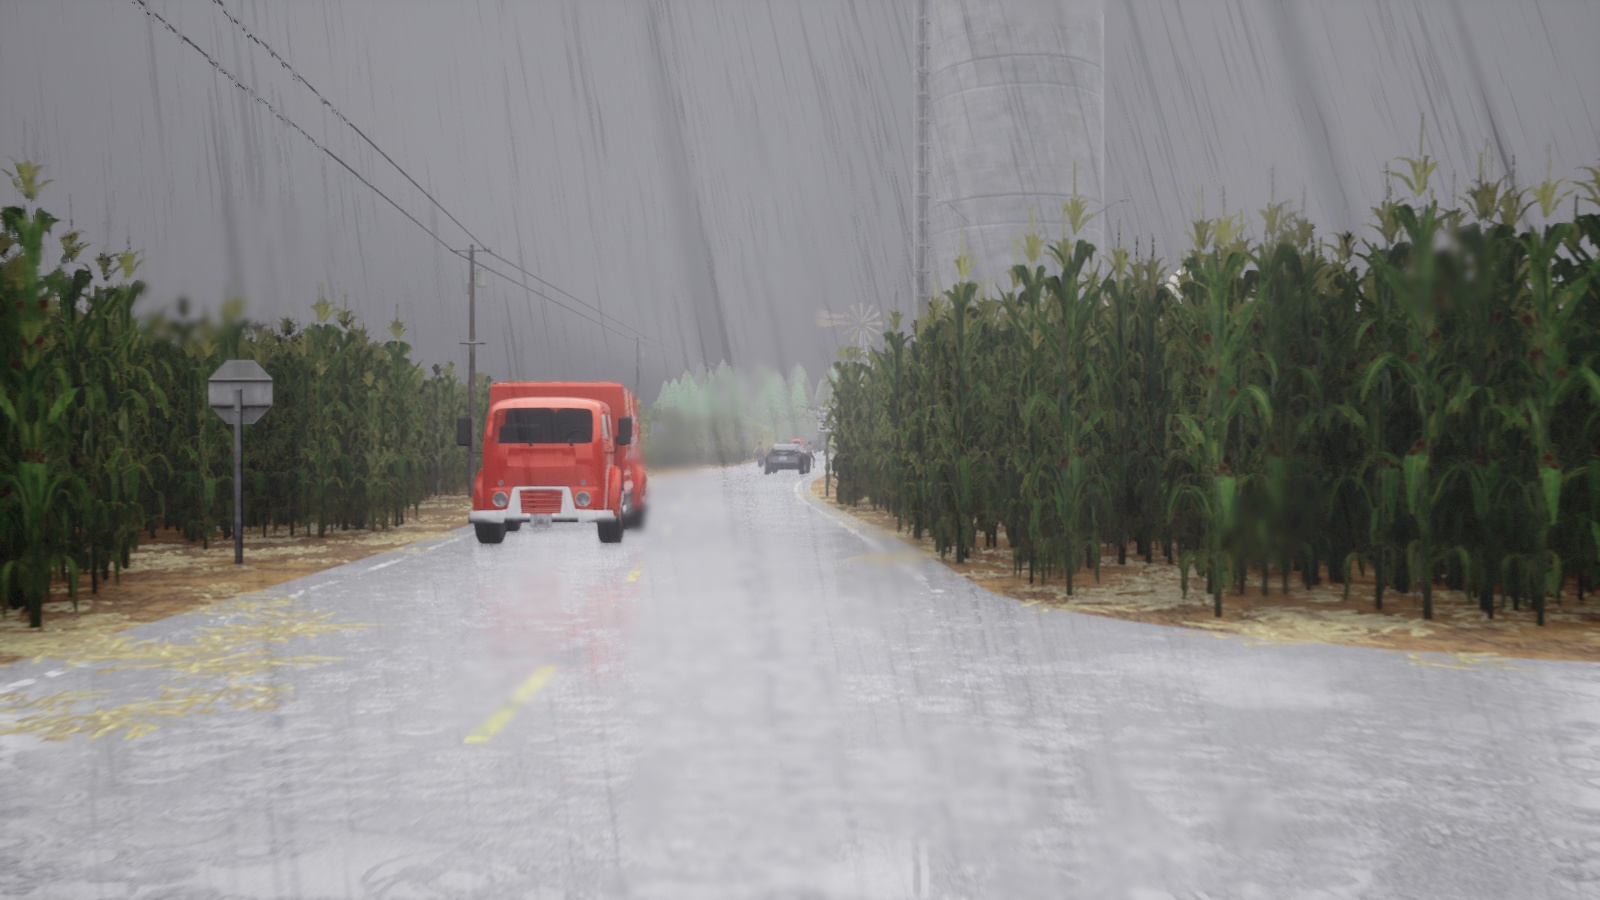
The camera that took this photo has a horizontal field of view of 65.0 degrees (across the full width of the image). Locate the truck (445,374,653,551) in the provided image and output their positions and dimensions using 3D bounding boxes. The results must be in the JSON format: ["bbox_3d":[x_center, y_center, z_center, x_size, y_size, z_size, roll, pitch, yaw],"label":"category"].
[{"bbox_3d":[-3.821,0.158,20.216,2.627,2.467,5.204,0,0,-4],"label":"truck"}]

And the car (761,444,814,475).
[{"bbox_3d":[-0.568,0.442,62.152,2.163,1.488,4.792,0,0,5],"label":"car"}]
